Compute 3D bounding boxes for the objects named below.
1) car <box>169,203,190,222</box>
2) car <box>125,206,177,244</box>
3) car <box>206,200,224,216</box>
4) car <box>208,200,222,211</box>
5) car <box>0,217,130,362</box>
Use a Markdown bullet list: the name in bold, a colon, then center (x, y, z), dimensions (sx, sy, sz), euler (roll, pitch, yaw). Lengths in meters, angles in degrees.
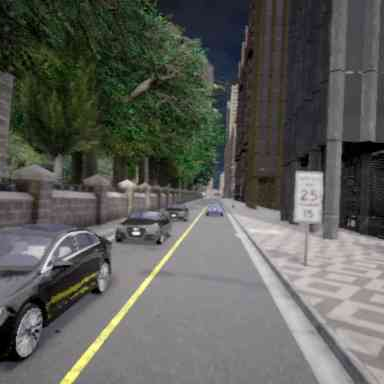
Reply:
- **car**: center (-1.274, 1.645, 27.626), dimensions (1.994, 1.385, 4.181), euler (3, 0, 4)
- **car**: center (-2.141, 1.545, 15.756), dimensions (1.994, 1.385, 4.181), euler (3, 0, 5)
- **car**: center (2.550, 1.862, 36.728), dimensions (2.033, 1.411, 5.357), euler (3, 0, 5)
- **car**: center (3.527, 1.962, 50.324), dimensions (2.033, 1.411, 5.357), euler (3, 0, 5)
- **car**: center (-2.868, 1.384, 5.865), dimensions (2.128, 1.511, 4.902), euler (3, 0, 4)
